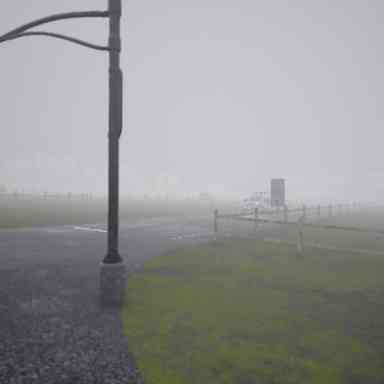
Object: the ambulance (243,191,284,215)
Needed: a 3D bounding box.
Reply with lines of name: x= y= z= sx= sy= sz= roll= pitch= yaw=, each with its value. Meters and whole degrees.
ambulance: x=7.719 y=1.126 z=35.900 sx=2.351 sy=2.431 sz=6.366 roll=1 pitch=0 yaw=35
